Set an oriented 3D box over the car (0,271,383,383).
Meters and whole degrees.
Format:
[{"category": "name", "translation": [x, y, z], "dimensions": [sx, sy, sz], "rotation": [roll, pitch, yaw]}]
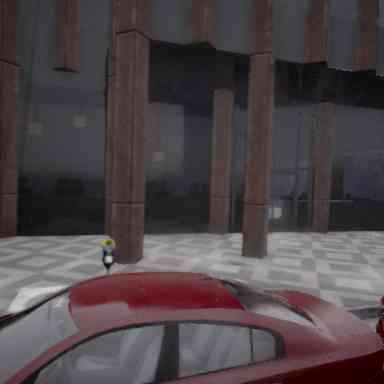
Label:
[{"category": "car", "translation": [-0.597, 1.426, 2.754], "dimensions": [4.507, 1.381, 1.887], "rotation": [1, 2, -17]}]
